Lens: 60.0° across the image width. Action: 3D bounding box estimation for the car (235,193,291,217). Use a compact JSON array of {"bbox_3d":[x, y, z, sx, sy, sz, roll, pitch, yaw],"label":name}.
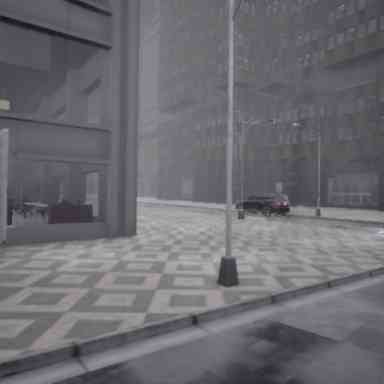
[{"bbox_3d":[6.395,1.112,30.538,2.150,2.045,5.566,1,0,-35],"label":"car"}]
